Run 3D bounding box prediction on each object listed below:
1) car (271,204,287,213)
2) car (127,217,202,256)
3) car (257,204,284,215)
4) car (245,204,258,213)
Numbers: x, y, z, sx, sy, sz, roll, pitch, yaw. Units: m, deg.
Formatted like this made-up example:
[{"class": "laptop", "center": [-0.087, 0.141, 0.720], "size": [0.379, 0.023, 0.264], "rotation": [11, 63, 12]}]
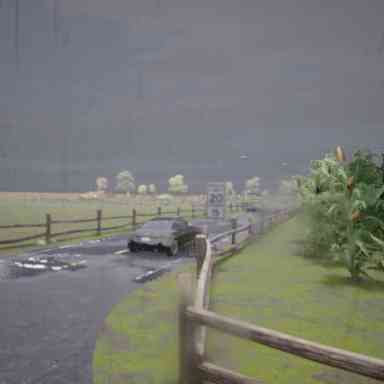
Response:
[{"class": "car", "center": [13.888, 2.590, 53.045], "size": [1.895, 1.301, 4.718], "rotation": [1, -1, 21]}, {"class": "car", "center": [-1.024, 1.780, 14.347], "size": [1.994, 1.385, 4.181], "rotation": [1, -1, 21]}, {"class": "car", "center": [10.393, 2.352, 43.813], "size": [2.033, 1.411, 5.357], "rotation": [1, -1, 21]}, {"class": "car", "center": [9.054, 2.423, 48.148], "size": [1.895, 1.301, 4.718], "rotation": [1, -1, 21]}]
